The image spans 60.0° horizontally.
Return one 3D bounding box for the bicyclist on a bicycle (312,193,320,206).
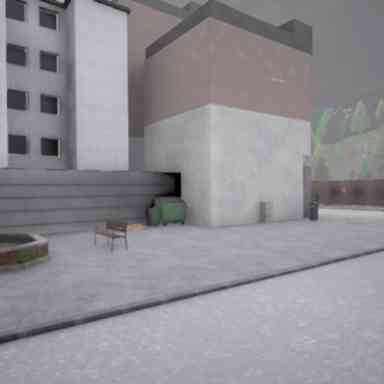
[{"bbox_3d":[14.961,0.907,40.057,1.656,1.620,0.582,-1,1,-36],"label":"bicyclist on a bicycle"}]
